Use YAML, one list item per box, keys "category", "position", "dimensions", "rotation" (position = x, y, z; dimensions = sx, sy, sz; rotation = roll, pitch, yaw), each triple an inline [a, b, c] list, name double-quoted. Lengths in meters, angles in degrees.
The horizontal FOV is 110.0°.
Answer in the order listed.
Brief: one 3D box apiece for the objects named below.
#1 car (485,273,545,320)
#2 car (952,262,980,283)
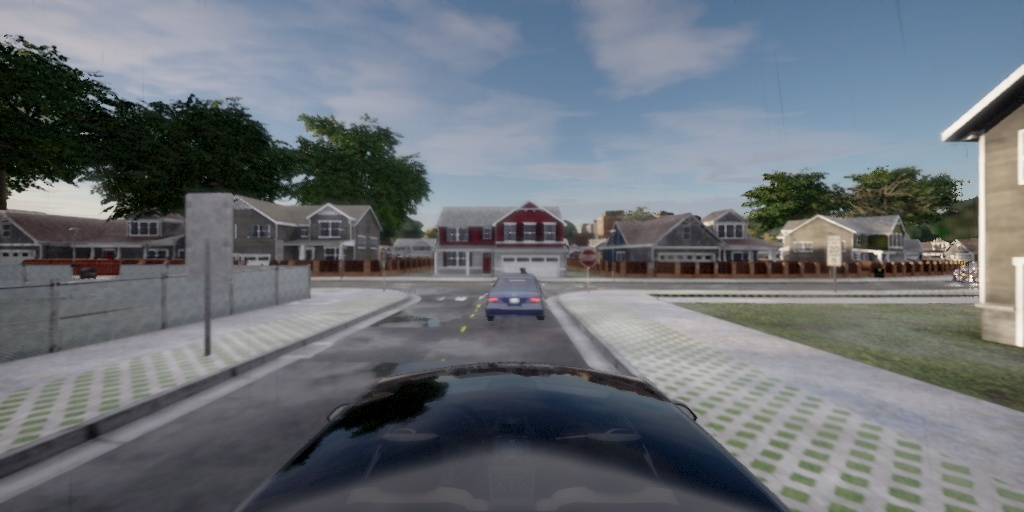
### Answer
- category: "car"
  position: [0.182, 1.294, 12.540]
  dimensions: [2.033, 1.411, 5.357]
  rotation: [0, 0, 3]
- category: "car"
  position: [37.657, 1.258, 28.583]
  dimensions: [4.553, 1.767, 2.097]
  rotation: [0, 0, -18]
